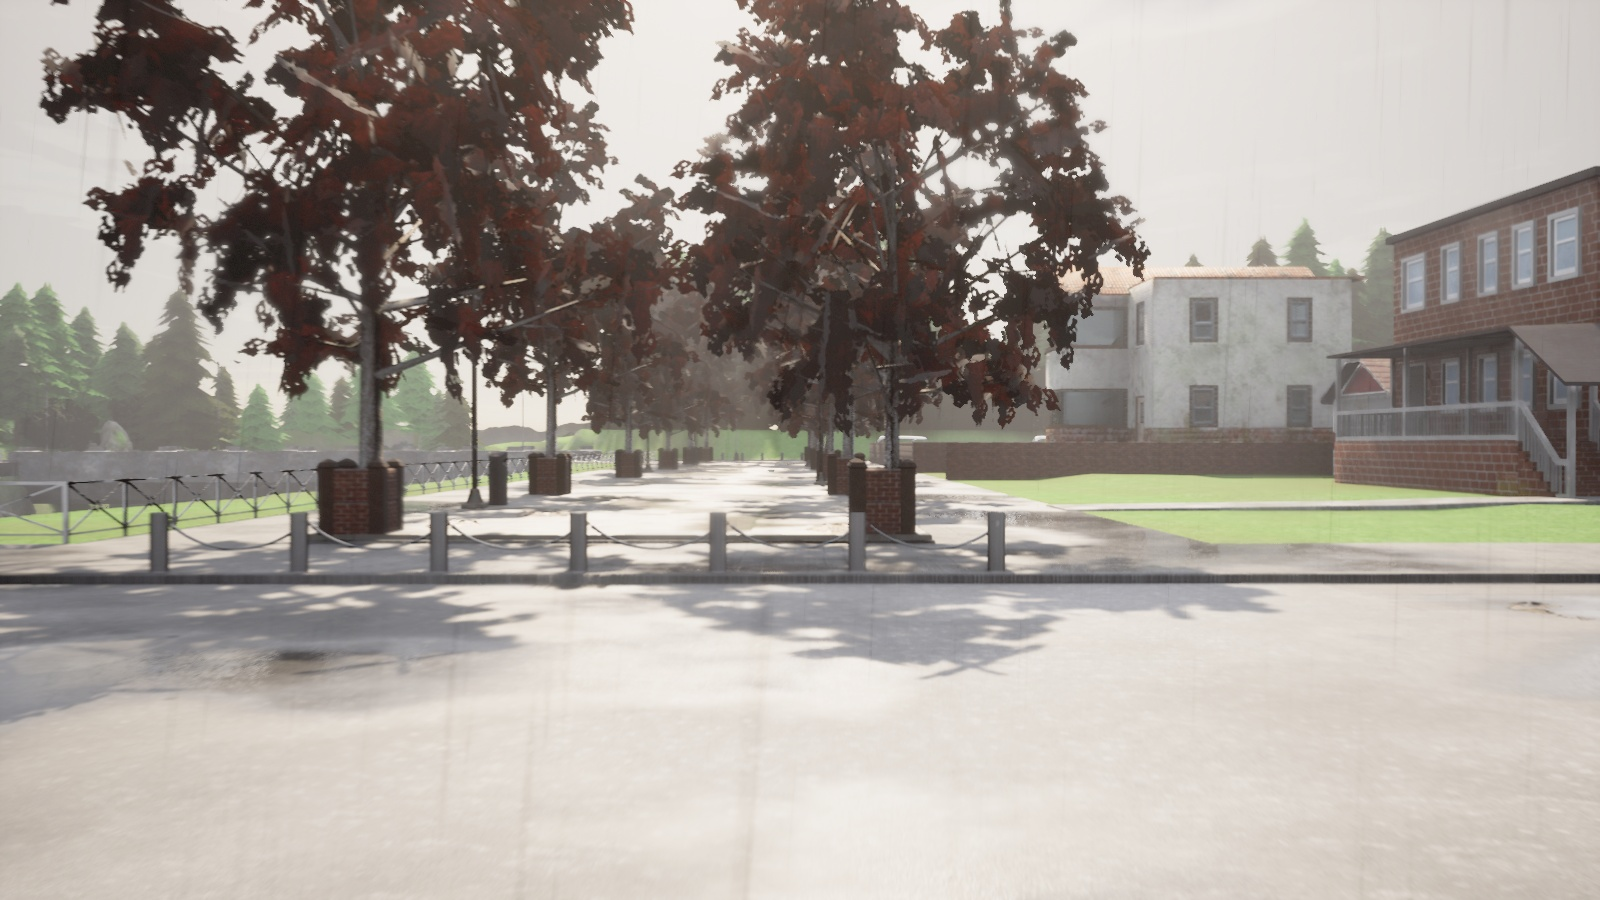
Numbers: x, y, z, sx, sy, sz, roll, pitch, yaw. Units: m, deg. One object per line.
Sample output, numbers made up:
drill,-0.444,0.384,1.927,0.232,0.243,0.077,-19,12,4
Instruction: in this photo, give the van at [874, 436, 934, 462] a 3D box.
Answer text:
van,8.095,-0.069,97.647,4.480,2.038,2.069,0,0,0
